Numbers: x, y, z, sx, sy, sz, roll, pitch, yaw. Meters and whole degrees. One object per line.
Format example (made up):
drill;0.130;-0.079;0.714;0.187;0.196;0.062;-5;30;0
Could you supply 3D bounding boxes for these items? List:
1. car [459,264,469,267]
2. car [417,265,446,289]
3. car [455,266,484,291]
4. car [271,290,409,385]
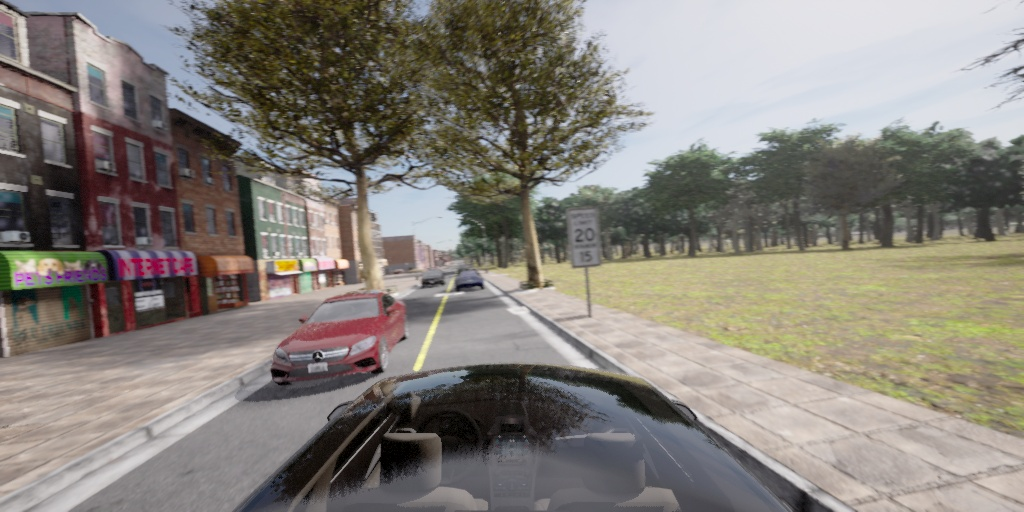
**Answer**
car;-6.854;1.914;51.695;2.097;1.767;4.553;-5;0;-8
car;-6.904;1.911;31.678;1.882;1.535;5.008;-5;0;-8
car;-3.092;1.648;25.705;1.994;1.385;4.181;-5;0;-8
car;-3.538;1.573;8.173;1.812;1.442;4.674;-5;1;-8
